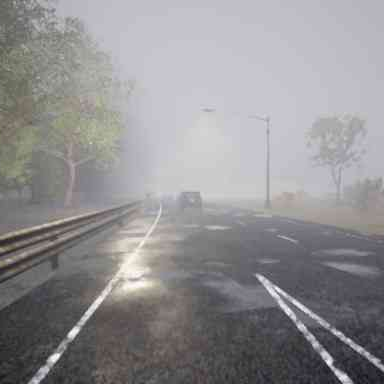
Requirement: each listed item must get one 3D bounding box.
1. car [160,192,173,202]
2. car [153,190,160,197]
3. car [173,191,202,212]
[{"bbox_3d":[-4.358,1.067,60.848,1.895,1.301,4.718,0,1,-9],"label":"car"},{"bbox_3d":[-9.308,0.681,93.779,1.812,1.442,4.674,0,1,-9],"label":"car"},{"bbox_3d":[-0.350,0.919,34.200,2.150,2.045,5.566,0,0,-9],"label":"car"}]
